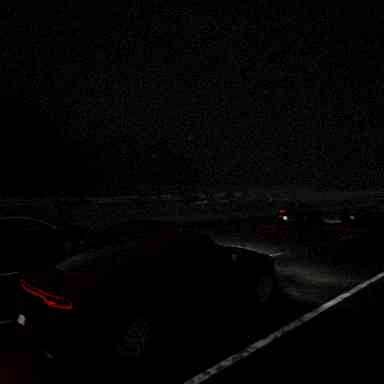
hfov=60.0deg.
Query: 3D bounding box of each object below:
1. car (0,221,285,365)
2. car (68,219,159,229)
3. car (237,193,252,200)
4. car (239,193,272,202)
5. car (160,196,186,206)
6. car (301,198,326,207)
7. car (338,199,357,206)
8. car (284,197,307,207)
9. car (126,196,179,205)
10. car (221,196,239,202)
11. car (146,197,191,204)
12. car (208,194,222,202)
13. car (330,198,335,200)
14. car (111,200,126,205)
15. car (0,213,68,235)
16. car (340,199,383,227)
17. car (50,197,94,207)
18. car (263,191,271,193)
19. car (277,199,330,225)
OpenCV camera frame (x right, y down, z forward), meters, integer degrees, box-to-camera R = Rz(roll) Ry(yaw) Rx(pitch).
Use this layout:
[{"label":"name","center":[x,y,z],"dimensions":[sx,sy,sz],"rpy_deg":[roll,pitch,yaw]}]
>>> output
[{"label":"car","center":[-0.397,1.450,5.951],"dimensions":[5.008,1.535,1.882],"rpy_deg":[0,0,-45]},{"label":"car","center":[-1.186,1.515,9.965],"dimensions":[4.181,1.385,1.994],"rpy_deg":[0,0,-45]},{"label":"car","center":[12.589,1.066,79.296],"dimensions":[1.895,1.301,4.718],"rpy_deg":[1,2,31]},{"label":"car","center":[8.970,1.407,45.041],"dimensions":[4.553,1.767,2.097],"rpy_deg":[1,0,-45]},{"label":"car","center":[-2.924,1.351,52.143],"dimensions":[1.812,1.442,4.674],"rpy_deg":[1,1,29]},{"label":"car","center":[20.850,1.811,56.803],"dimensions":[4.902,1.511,2.128],"rpy_deg":[1,-1,-44]},{"label":"car","center":[31.546,2.134,67.420],"dimensions":[4.892,1.490,1.837],"rpy_deg":[2,-1,-45]},{"label":"car","center":[18.524,1.778,59.419],"dimensions":[5.008,1.535,1.882],"rpy_deg":[1,-1,-44]},{"label":"car","center":[-3.526,1.379,32.611],"dimensions":[4.902,1.511,2.128],"rpy_deg":[1,0,-45]},{"label":"car","center":[7.151,1.594,48.180],"dimensions":[5.357,1.411,2.033],"rpy_deg":[1,0,-45]},{"label":"car","center":[-1.421,1.433,29.770],"dimensions":[4.674,1.442,1.812],"rpy_deg":[0,0,-45]},{"label":"car","center":[4.858,1.223,66.108],"dimensions":[1.812,1.442,4.674],"rpy_deg":[1,1,30]},{"label":"car","center":[29.394,2.101,70.216],"dimensions":[5.008,1.535,1.882],"rpy_deg":[2,-1,-45]},{"label":"car","center":[-6.169,1.411,34.925],"dimensions":[5.357,1.411,2.033],"rpy_deg":[1,0,-45]},{"label":"car","center":[-5.597,1.420,10.510],"dimensions":[4.902,1.511,2.128],"rpy_deg":[0,0,-45]},{"label":"car","center":[12.071,1.510,23.170],"dimensions":[5.008,1.535,1.882],"rpy_deg":[1,0,-45]},{"label":"car","center":[-13.005,1.301,36.350],"dimensions":[2.128,1.511,4.902],"rpy_deg":[0,0,36]},{"label":"car","center":[20.776,0.589,92.340],"dimensions":[2.128,1.511,4.902],"rpy_deg":[1,2,33]},{"label":"car","center":[7.979,1.497,24.035],"dimensions":[4.892,1.490,1.837],"rpy_deg":[1,0,-45]}]
